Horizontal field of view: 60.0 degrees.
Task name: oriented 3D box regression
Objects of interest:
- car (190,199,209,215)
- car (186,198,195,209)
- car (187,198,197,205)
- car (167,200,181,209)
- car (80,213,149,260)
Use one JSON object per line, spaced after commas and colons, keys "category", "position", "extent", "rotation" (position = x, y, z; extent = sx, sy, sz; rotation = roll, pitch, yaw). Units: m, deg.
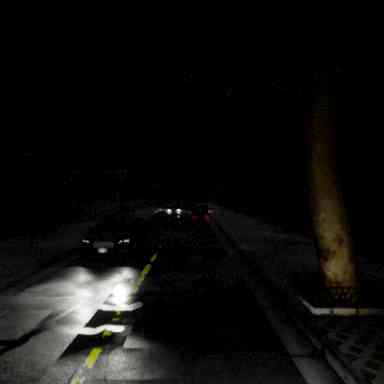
{"category": "car", "position": [0.937, 1.897, 38.884], "extent": [1.812, 1.442, 4.674], "rotation": [0, 0, 0]}
{"category": "car", "position": [-0.037, 2.067, 56.808], "extent": [2.033, 1.411, 5.357], "rotation": [0, -1, 0]}
{"category": "car", "position": [-0.049, 2.162, 76.903], "extent": [2.128, 1.511, 4.902], "rotation": [0, -1, 0]}
{"category": "car", "position": [-2.854, 2.017, 53.428], "extent": [1.812, 1.442, 4.674], "rotation": [0, 0, 0]}
{"category": "car", "position": [-2.858, 1.626, 13.051], "extent": [2.128, 1.511, 4.902], "rotation": [0, -1, 0]}
